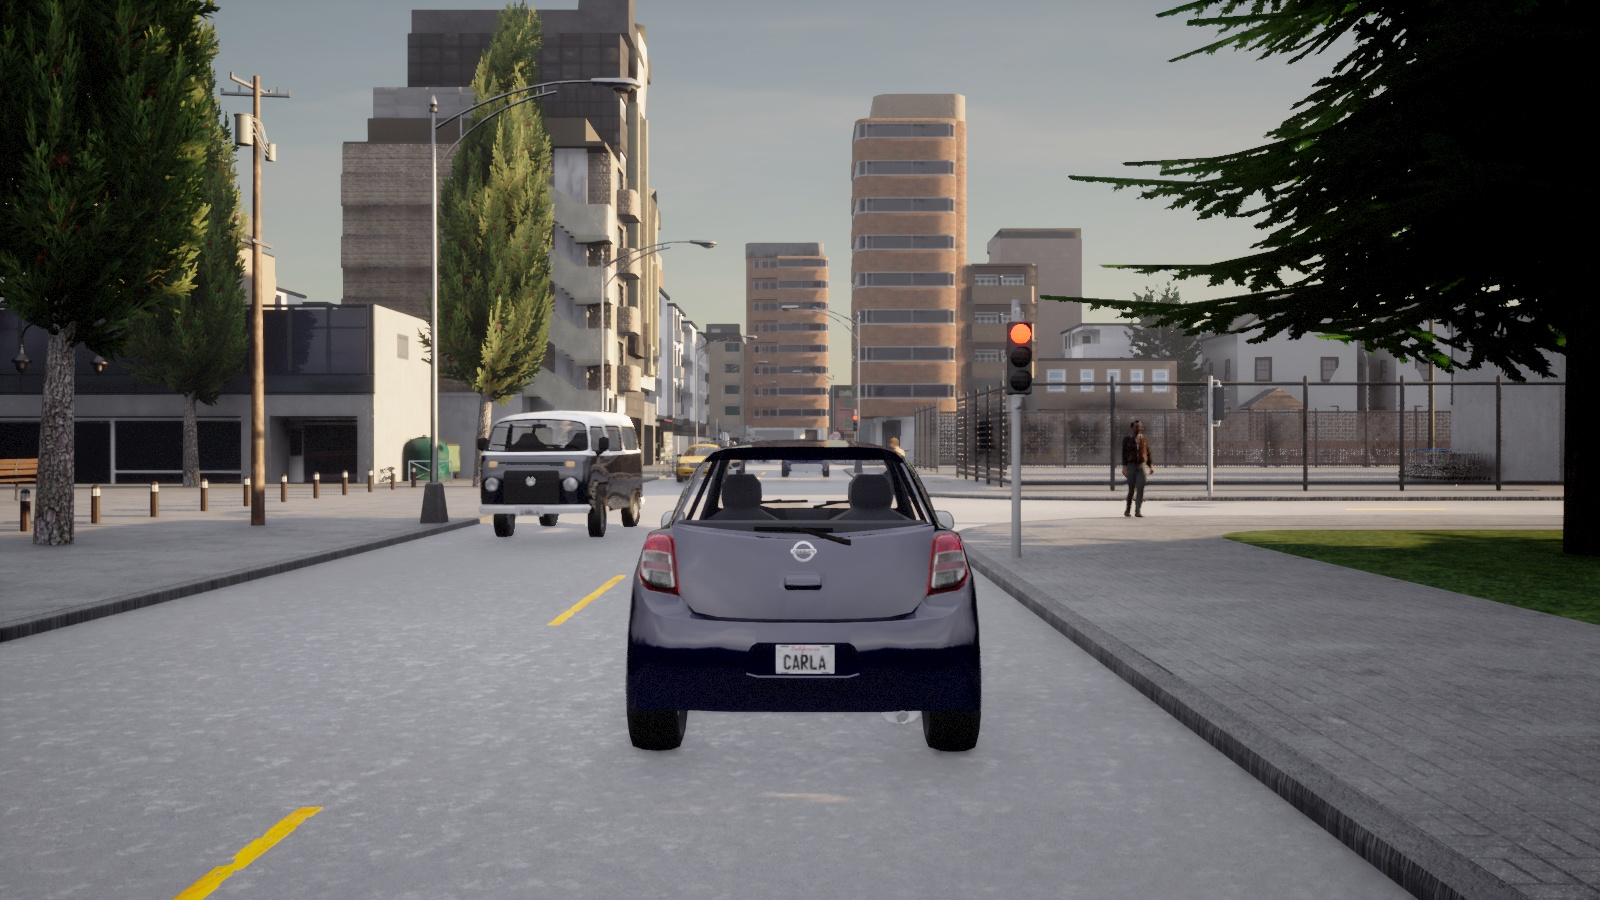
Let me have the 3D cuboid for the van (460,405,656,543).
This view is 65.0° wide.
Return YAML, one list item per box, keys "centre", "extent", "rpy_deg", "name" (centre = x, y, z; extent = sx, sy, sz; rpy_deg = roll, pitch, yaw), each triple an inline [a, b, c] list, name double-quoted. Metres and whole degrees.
- centre: [-3.853, 0.349, 20.880]
  extent: [2.069, 2.038, 4.480]
  rpy_deg: [0, 0, 5]
  name: "van"

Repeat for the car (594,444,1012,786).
- centre: [0.036, 0.719, 7.361]
  extent: [1.845, 1.501, 3.633]
  rpy_deg: [0, 0, 1]
  name: "car"

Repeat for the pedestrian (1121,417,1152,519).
- centre: [6.209, 0.330, 23.173]
  extent: [0.376, 1.854, 0.720]
  rpy_deg: [0, 0, 0]
  name: "pedestrian"

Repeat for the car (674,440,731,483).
- centre: [-3.769, 0.404, 49.318]
  extent: [1.801, 1.575, 5.366]
  rpy_deg: [0, 0, 0]
  name: "car"
